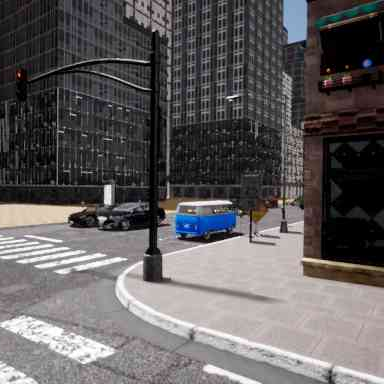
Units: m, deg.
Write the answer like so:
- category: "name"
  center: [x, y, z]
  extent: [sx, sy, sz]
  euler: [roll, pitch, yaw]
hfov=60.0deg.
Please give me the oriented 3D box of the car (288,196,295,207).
- category: "car"
  center: [15.970, 1.412, 48.133]
  extent: [1.812, 1.442, 4.674]
  euler: [1, 1, 36]

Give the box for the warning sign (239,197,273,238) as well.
- category: "warning sign"
  center: [3.106, 1.177, 16.135]
  extent: [1.300, 1.860, 1.060]
  euler: [1, 1, 35]

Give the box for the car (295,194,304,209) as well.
- category: "car"
  center: [15.416, 1.159, 42.100]
  extent: [2.150, 2.045, 5.566]
  euler: [1, 1, 36]

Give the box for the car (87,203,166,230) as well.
- category: "car"
  center: [-3.669, 1.431, 20.709]
  extent: [2.128, 1.511, 4.902]
  euler: [1, 1, 35]

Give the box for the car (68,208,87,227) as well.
- category: "car"
  center: [-6.005, 1.467, 21.893]
  extent: [1.947, 1.339, 4.313]
  euler: [1, 1, 35]

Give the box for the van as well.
- category: "van"
  center: [0.825, 1.368, 17.030]
  extent: [1.690, 1.788, 3.998]
  euler: [1, 1, 35]

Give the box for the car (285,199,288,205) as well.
- category: "car"
  center: [16.355, 1.364, 53.305]
  extent: [1.752, 1.417, 4.829]
  euler: [1, 1, 35]

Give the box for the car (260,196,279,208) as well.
- category: "car"
  center: [10.037, 1.293, 44.428]
  extent: [1.967, 1.590, 4.097]
  euler: [1, 1, 35]
